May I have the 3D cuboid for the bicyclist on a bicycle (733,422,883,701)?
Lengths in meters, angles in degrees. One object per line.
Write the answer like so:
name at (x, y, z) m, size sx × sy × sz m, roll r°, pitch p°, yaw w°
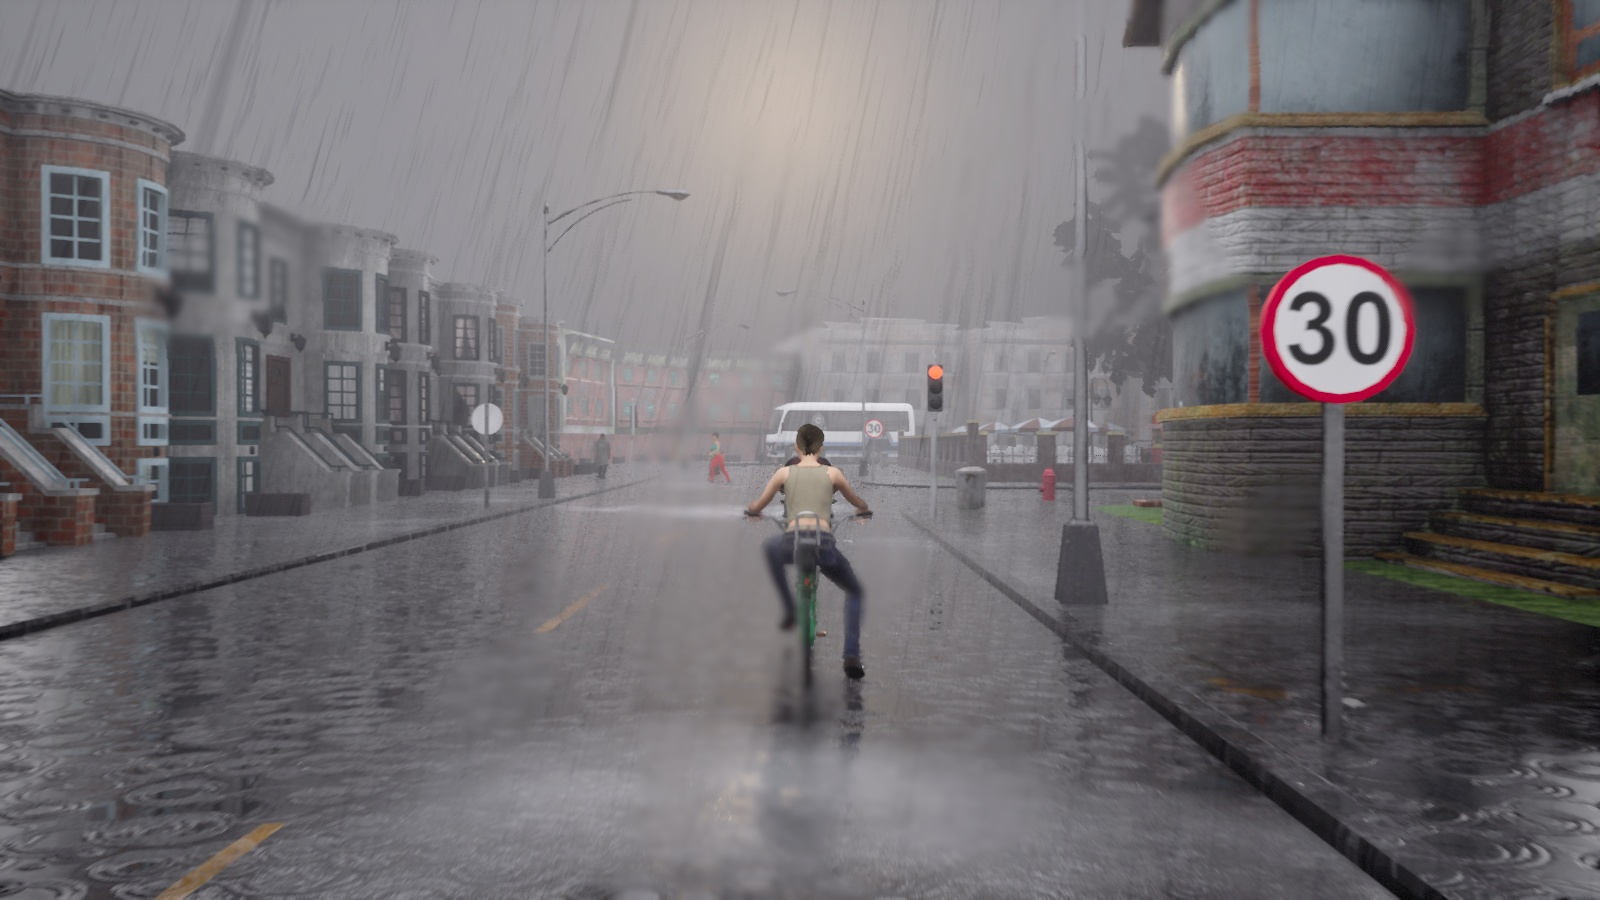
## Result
bicyclist on a bicycle at (0.056, 0.638, 8.016) m, size 0.866 × 1.612 × 1.509 m, roll 0°, pitch 0°, yaw 1°

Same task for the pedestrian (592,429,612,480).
pedestrian at (-7.625, 0.177, 48.447) m, size 0.659 × 1.952 × 0.873 m, roll 0°, pitch 0°, yaw -16°

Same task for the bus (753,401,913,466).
bus at (2.223, -1.120, 85.959) m, size 10.273 × 4.253 × 3.944 m, roll 0°, pitch 1°, yaw -13°

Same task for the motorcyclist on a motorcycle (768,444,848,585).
motorcyclist on a motorcycle at (0.098, 0.698, 14.780) m, size 0.866 × 1.530 × 2.191 m, roll 0°, pitch 0°, yaw 0°

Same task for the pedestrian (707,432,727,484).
pedestrian at (-2.936, 0.287, 44.320) m, size 0.594 × 1.836 × 0.345 m, roll 0°, pitch 0°, yaw -28°

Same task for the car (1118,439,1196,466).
car at (23.619, 0.155, 83.241) m, size 4.553 × 1.767 × 2.097 m, roll 0°, pitch 0°, yaw 0°
